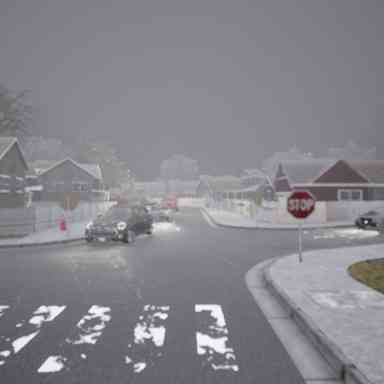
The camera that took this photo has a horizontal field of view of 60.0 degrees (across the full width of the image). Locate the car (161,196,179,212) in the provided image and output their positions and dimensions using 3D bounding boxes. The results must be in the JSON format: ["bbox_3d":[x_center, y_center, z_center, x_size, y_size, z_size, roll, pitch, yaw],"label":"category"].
[{"bbox_3d":[-2.909,1.585,44.784,2.150,2.045,5.566,0,-1,0],"label":"car"}]

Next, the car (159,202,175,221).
[{"bbox_3d":[-2.859,1.831,29.713,1.895,1.301,4.718,0,0,0],"label":"car"}]

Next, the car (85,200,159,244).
[{"bbox_3d":[-3.532,1.501,17.001,2.097,1.767,4.553,0,1,12],"label":"car"}]

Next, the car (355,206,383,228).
[{"bbox_3d":[12.146,1.583,20.555,4.181,1.385,1.994,0,-1,-24],"label":"car"}]
